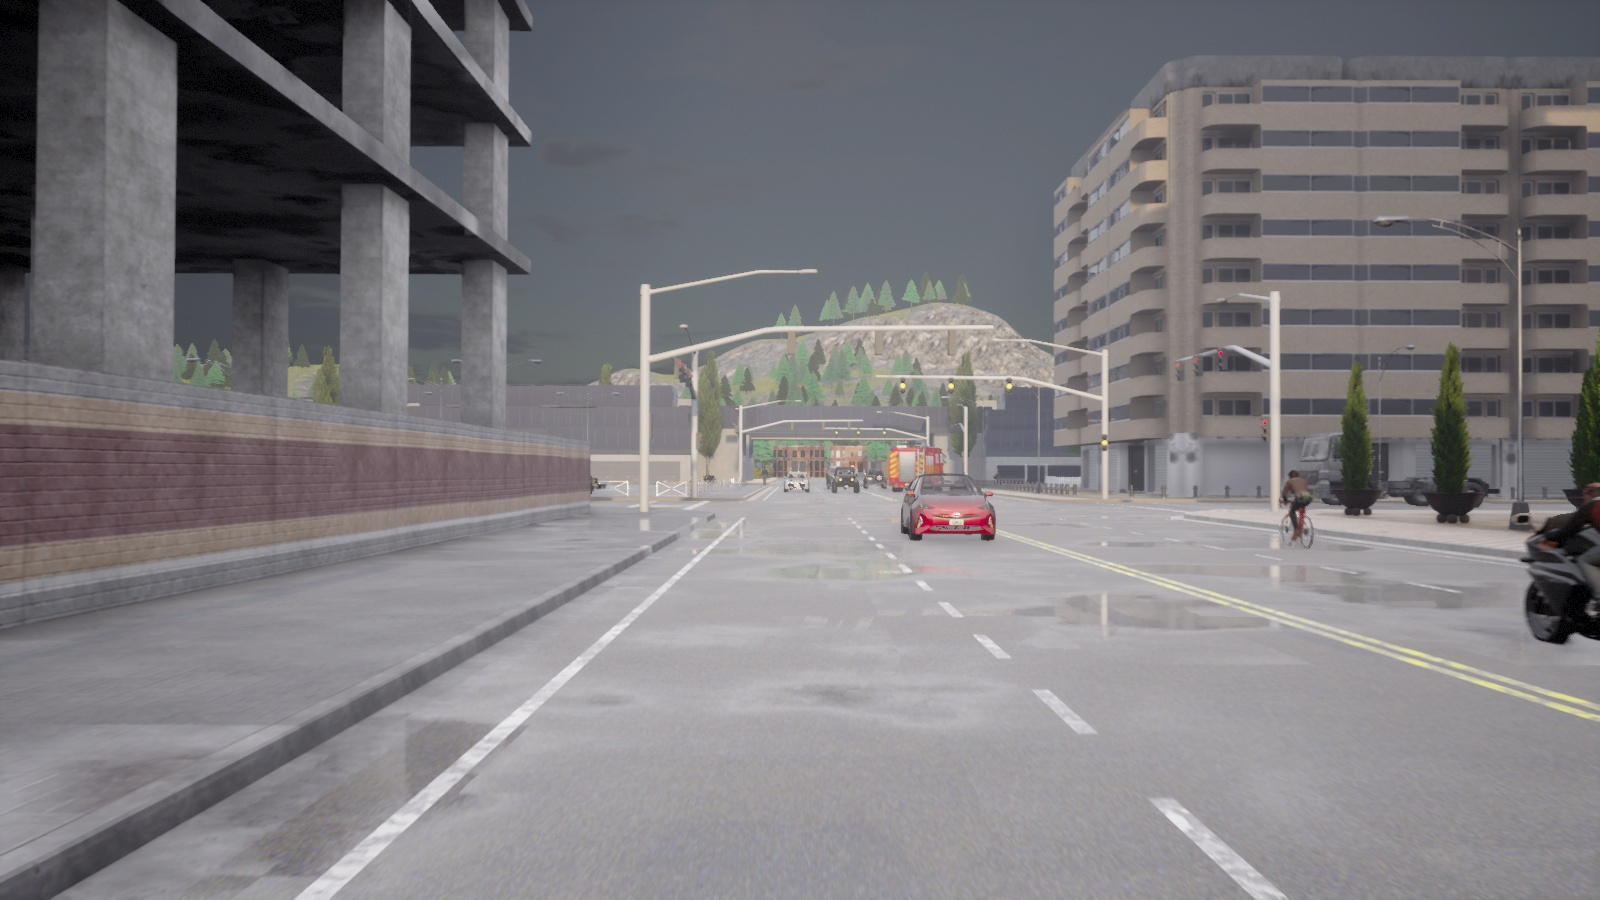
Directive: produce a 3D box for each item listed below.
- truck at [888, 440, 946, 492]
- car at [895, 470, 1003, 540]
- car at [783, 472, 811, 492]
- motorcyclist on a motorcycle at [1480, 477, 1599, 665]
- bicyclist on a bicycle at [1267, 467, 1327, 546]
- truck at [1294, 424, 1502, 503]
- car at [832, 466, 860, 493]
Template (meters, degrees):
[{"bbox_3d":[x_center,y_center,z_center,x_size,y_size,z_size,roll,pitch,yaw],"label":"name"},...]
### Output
[{"bbox_3d":[9.168,1.243,97.372,2.891,3.827,8.468,-1,-1,16],"label":"truck"},{"bbox_3d":[3.428,1.244,29.674,2.007,1.525,4.514,0,-1,0],"label":"car"},{"bbox_3d":[-0.223,2.322,92.046,1.970,1.475,3.806,0,-1,0],"label":"car"},{"bbox_3d":[6.973,1.005,10.968,0.866,1.530,2.191,0,-1,0],"label":"motorcyclist on a motorcycle"},{"bbox_3d":[10.436,1.168,26.430,0.582,1.620,1.656,0,-1,0],"label":"bicyclist on a bicycle"},{"bbox_3d":[26.852,0.616,56.618,7.936,3.462,2.891,0,-1,0],"label":"truck"},{"bbox_3d":[3.281,2.106,90.105,1.905,1.878,3.866,0,-1,0],"label":"car"}]
